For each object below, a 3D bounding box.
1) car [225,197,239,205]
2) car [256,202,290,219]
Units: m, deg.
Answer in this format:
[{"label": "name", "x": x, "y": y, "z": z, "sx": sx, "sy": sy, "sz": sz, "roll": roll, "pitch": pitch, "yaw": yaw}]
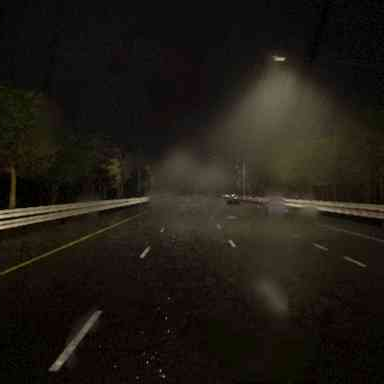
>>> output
[{"label": "car", "x": 7.060, "y": 1.612, "z": 58.790, "sx": 1.994, "sy": 1.385, "sz": 4.181, "roll": 0, "pitch": 0, "yaw": 0}, {"label": "car", "x": 7.007, "y": 1.556, "z": 29.151, "sx": 2.033, "sy": 1.411, "sz": 5.357, "roll": 0, "pitch": 0, "yaw": 0}]
